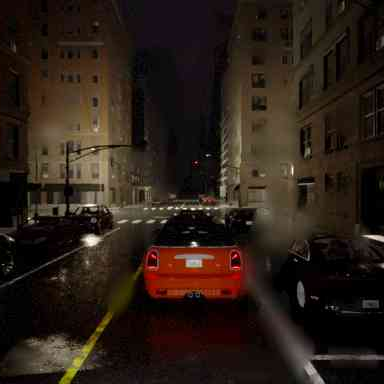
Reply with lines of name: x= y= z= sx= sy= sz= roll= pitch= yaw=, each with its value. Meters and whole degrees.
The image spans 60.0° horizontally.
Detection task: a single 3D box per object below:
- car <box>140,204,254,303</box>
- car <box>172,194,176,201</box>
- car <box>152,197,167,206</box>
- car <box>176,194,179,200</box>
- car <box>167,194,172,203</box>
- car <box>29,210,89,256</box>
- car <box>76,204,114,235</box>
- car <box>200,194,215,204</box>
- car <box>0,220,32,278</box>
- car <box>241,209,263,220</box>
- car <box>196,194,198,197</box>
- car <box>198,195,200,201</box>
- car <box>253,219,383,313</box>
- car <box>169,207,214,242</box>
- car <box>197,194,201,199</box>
car: x=0.054 y=1.352 z=8.341 sx=2.097 sy=1.767 sz=4.553 roll=0 pitch=0 yaw=0
car: x=-5.675 y=1.625 z=82.449 sx=1.752 sy=1.417 sz=4.829 roll=0 pitch=0 yaw=0
car: x=-5.695 y=1.617 z=55.576 sx=1.802 sy=1.307 sz=4.206 roll=0 pitch=0 yaw=0
car: x=-5.668 y=1.456 z=93.436 sx=2.192 sy=1.841 sz=5.009 roll=0 pitch=0 yaw=0
car: x=-5.686 y=1.606 z=66.393 sx=2.008 sy=1.369 sz=4.403 roll=0 pitch=0 yaw=0
car: x=-5.683 y=1.582 z=12.972 sx=1.802 sy=1.307 sz=4.206 roll=0 pitch=0 yaw=0
car: x=-5.689 y=1.441 z=18.473 sx=1.967 sy=1.590 sz=4.097 roll=0 pitch=0 yaw=0
car: x=2.830 y=1.475 z=55.572 sx=1.967 sy=1.590 sz=4.097 roll=0 pitch=0 yaw=0
car: x=-5.677 y=1.566 z=7.470 sx=1.947 sy=1.339 sz=4.313 roll=0 pitch=0 yaw=0
car: x=2.836 y=1.566 z=18.482 sx=1.947 sy=1.339 sz=4.313 roll=0 pitch=0 yaw=0
car: x=2.853 y=1.559 z=88.026 sx=1.967 sy=1.590 sz=4.097 roll=0 pitch=0 yaw=0
car: x=2.839 y=1.606 z=66.390 sx=2.008 sy=1.369 sz=4.403 roll=0 pitch=0 yaw=0
car: x=2.848 y=1.550 z=7.480 sx=2.008 sy=1.369 sz=4.403 roll=0 pitch=0 yaw=0
car: x=-0.014 y=1.564 z=16.995 sx=1.994 sy=1.385 sz=4.181 roll=0 pitch=0 yaw=0
car: x=2.845 y=1.523 z=77.208 sx=1.967 sy=1.590 sz=4.097 roll=0 pitch=0 yaw=0
